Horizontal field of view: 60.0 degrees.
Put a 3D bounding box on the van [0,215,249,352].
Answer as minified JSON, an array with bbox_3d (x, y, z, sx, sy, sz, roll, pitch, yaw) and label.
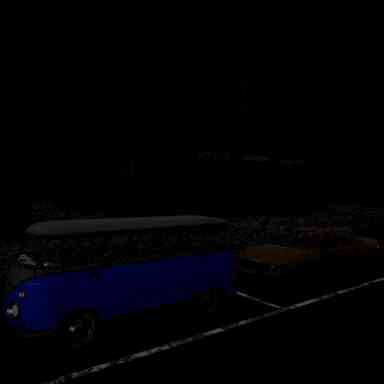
[{"bbox_3d":[-1.079,1.341,5.877,3.998,1.788,1.690,0,0,-35],"label":"van"}]

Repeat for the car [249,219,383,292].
[{"bbox_3d":[3.216,1.526,8.927,4.829,1.417,1.752,0,0,-35],"label":"car"}]
